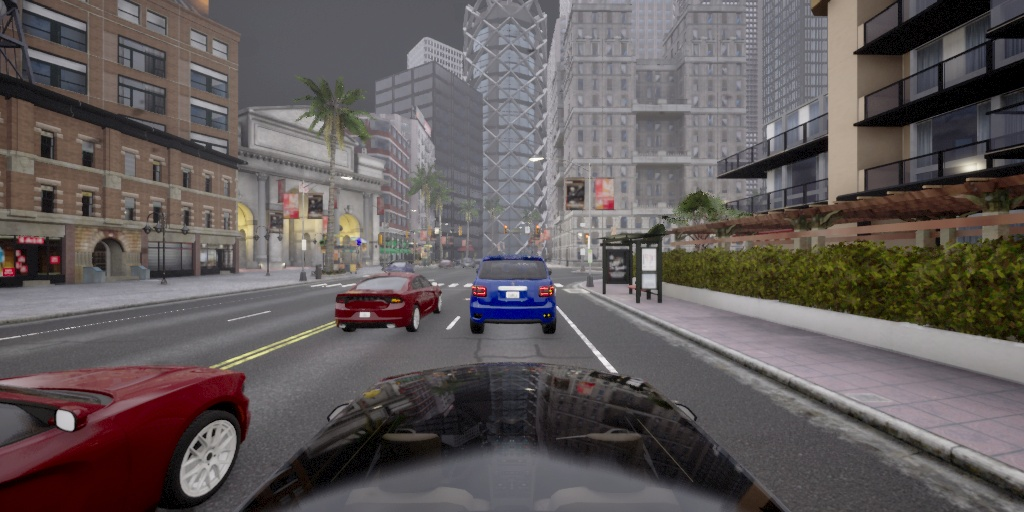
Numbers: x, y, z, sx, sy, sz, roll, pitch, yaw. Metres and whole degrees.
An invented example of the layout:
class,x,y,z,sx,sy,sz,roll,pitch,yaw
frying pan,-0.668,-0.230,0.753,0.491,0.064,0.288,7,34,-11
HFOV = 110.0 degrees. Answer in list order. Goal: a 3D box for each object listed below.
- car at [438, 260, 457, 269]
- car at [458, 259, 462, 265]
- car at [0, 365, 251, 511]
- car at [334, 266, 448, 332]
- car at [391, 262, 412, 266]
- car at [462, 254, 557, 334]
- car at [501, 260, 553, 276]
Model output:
class,x,y,z,sx,sy,sz,roll,pitch,yaw
car,-10.576,1.292,57.754,1.812,1.442,4.674,0,0,0
car,-7.016,1.258,58.098,2.128,1.511,4.902,0,0,-1
car,-3.390,1.228,1.329,1.882,1.535,5.008,0,0,0
car,-3.442,1.230,10.908,1.882,1.535,5.008,0,0,0
car,-10.582,1.285,33.963,1.812,1.442,4.674,0,0,0
car,0.054,0.974,10.799,2.150,2.045,5.566,0,0,1
car,1.547,1.238,37.254,5.008,1.535,1.882,0,1,26
